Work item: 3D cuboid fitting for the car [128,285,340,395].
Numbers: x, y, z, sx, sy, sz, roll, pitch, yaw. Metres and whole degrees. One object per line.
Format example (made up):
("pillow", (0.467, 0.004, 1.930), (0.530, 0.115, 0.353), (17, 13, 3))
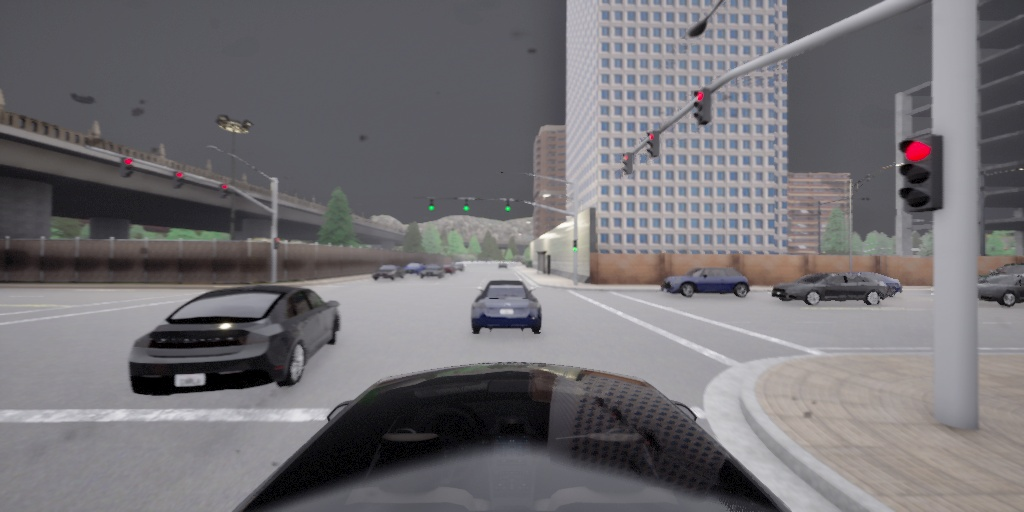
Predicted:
("car", (-4.623, 1.300, 6.806), (1.837, 1.490, 4.892), (1, 0, -15))

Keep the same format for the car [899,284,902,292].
("car", (20.103, 1.663, 21.113), (4.674, 1.442, 1.812), (0, -1, -2))

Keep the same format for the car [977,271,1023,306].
("car", (24.754, 1.645, 17.739), (4.892, 1.490, 1.837), (0, -1, -1))

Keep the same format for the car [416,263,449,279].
("car", (-8.026, 1.586, 36.723), (1.994, 1.385, 4.181), (0, -1, -1))

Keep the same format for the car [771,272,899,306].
("car", (15.366, 1.573, 17.492), (4.892, 1.490, 1.837), (0, -1, -2))

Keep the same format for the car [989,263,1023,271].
("car", (30.843, 1.441, 21.386), (5.566, 2.045, 2.150), (0, -1, -2))

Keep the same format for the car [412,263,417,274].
("car", (-11.698, 1.535, 43.329), (1.882, 1.535, 5.008), (0, -1, -1))

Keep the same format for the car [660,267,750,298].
("car", (11.116, 1.421, 20.878), (4.553, 1.767, 2.097), (0, -1, -1))

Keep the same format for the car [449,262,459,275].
("car", (-8.248, 1.704, 45.473), (1.895, 1.301, 4.718), (0, -1, -1))

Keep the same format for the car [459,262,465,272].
("car", (-8.451, 1.690, 55.683), (2.128, 1.511, 4.902), (0, -1, -1))

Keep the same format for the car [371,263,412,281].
("car", (-11.462, 1.517, 33.882), (2.033, 1.411, 5.357), (0, -1, -1))

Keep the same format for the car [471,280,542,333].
("car", (-0.188, 1.437, 11.320), (1.994, 1.385, 4.181), (0, -1, -1))
